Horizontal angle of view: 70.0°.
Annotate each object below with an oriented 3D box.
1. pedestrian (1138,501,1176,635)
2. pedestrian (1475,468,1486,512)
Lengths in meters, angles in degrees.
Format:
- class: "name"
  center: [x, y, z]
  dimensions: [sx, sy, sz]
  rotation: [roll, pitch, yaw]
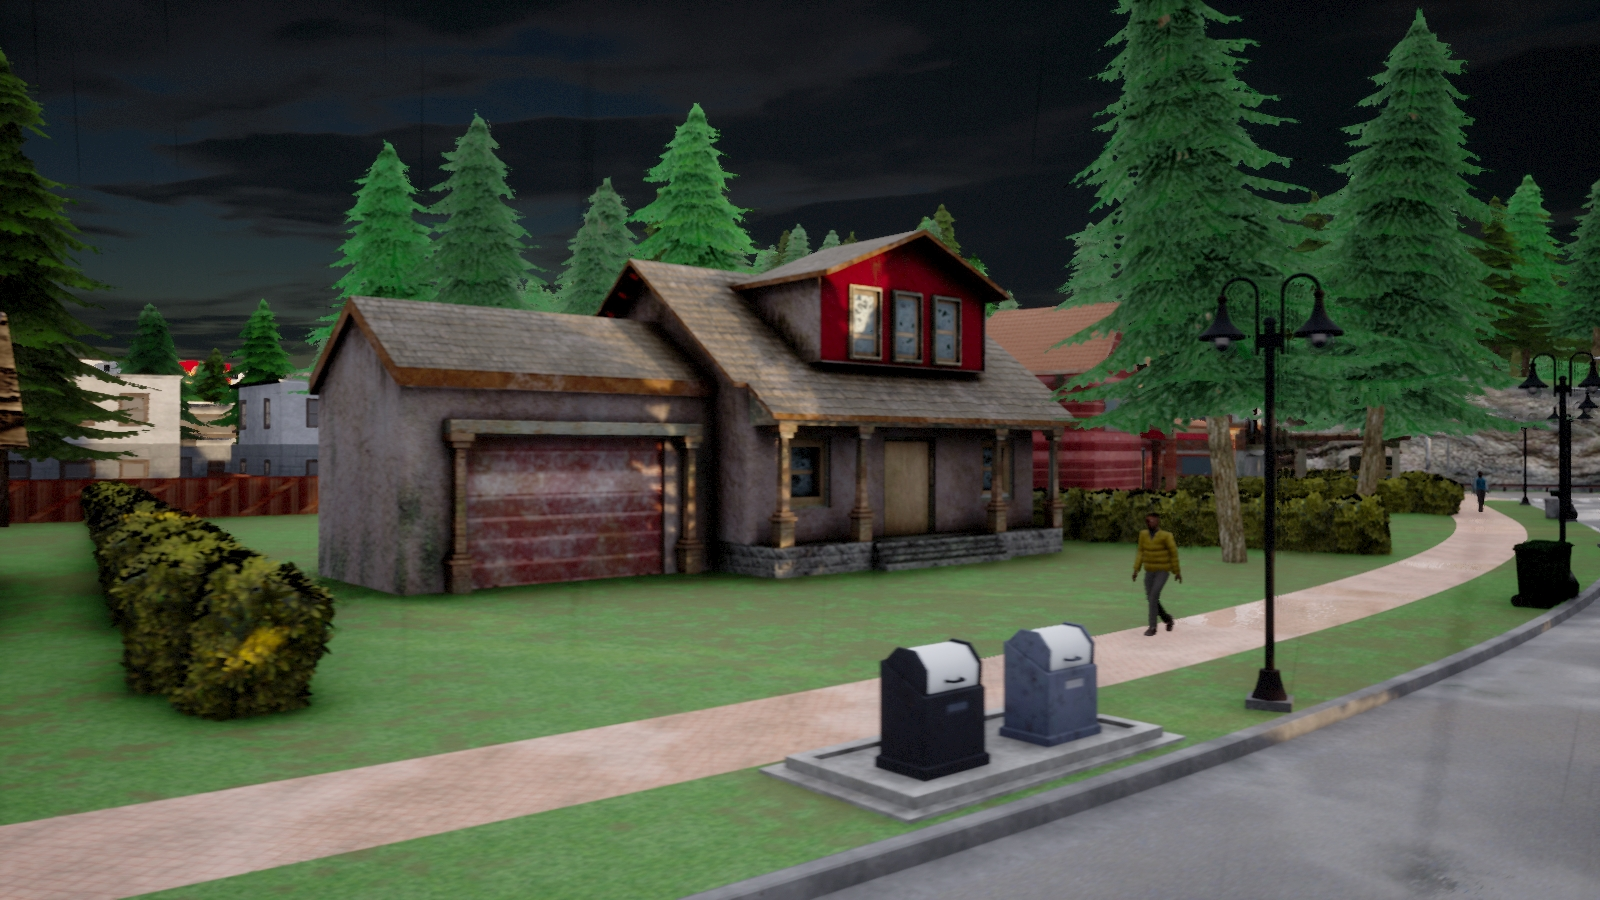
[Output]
- class: "pedestrian"
  center: [5.102, 1.669, 16.333]
  dimensions: [0.375, 1.860, 0.375]
  rotation: [0, 0, -39]
- class: "pedestrian"
  center: [28.764, 1.689, 48.316]
  dimensions: [0.375, 1.860, 0.375]
  rotation: [0, 0, 25]
